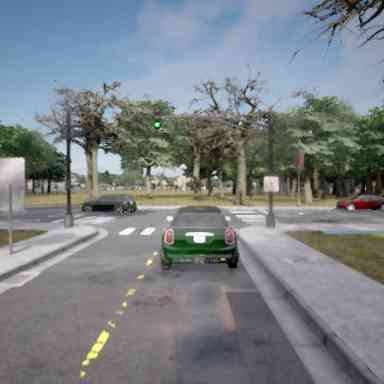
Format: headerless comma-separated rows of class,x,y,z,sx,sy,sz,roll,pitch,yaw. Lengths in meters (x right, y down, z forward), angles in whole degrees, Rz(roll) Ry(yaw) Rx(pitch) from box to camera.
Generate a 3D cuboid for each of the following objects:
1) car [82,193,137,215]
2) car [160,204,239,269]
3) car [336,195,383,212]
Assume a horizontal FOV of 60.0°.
car,-7.088,0.948,28.354,4.553,1.767,2.097,0,1,18
car,0.221,1.202,10.710,2.097,1.767,4.553,0,1,1
car,16.515,1.054,31.972,5.008,1.535,1.882,0,1,1
